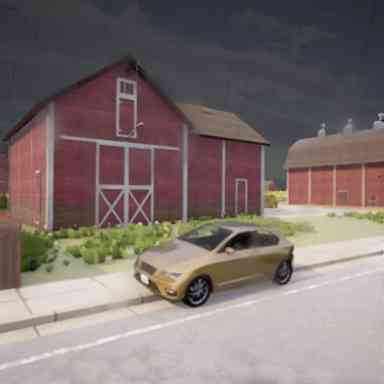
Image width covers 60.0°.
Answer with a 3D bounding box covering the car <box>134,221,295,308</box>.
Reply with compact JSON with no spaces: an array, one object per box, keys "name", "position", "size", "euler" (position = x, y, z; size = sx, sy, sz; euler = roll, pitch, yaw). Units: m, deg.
[{"name":"car","position":[0.701,1.502,8.020],"size":[4.193,1.474,1.816],"euler":[1,5,-38]}]
